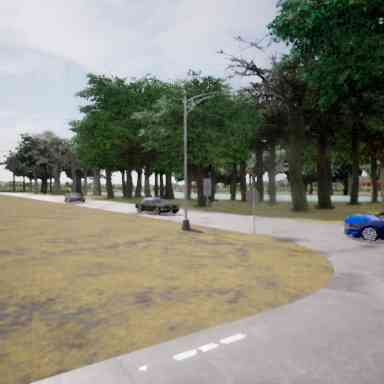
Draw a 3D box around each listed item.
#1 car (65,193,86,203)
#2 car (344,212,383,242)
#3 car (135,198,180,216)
[{"bbox_3d":[-16.358,0.800,46.505,1.994,1.385,4.181,-1,2,-35],"label":"car"},{"bbox_3d":[9.359,1.377,14.480,5.008,1.535,1.882,0,4,15],"label":"car"},{"bbox_3d":[-2.954,1.187,27.828,1.895,1.301,4.718,-1,2,-36],"label":"car"}]
